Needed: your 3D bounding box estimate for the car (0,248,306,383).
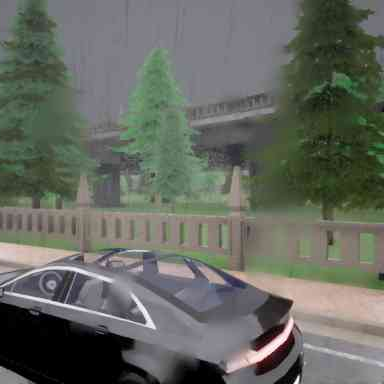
[{"bbox_3d":[-1.148,1.492,4.221,4.902,1.511,2.128,0,0,33],"label":"car"}]
